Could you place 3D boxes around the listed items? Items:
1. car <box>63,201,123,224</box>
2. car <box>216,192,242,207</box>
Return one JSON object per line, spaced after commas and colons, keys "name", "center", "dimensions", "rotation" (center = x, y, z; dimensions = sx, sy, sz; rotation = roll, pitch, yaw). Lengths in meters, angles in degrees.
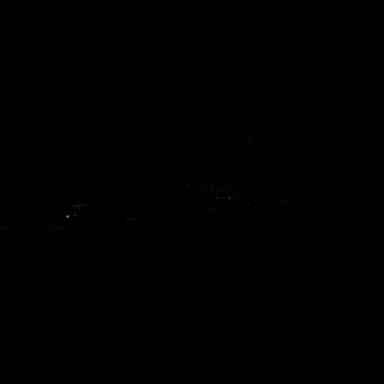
{"name": "car", "center": [-6.914, 1.385, 23.541], "dimensions": [1.812, 1.442, 4.674], "rotation": [1, 1, 29]}
{"name": "car", "center": [5.271, 1.009, 47.078], "dimensions": [2.150, 2.045, 5.566], "rotation": [1, 1, 28]}
